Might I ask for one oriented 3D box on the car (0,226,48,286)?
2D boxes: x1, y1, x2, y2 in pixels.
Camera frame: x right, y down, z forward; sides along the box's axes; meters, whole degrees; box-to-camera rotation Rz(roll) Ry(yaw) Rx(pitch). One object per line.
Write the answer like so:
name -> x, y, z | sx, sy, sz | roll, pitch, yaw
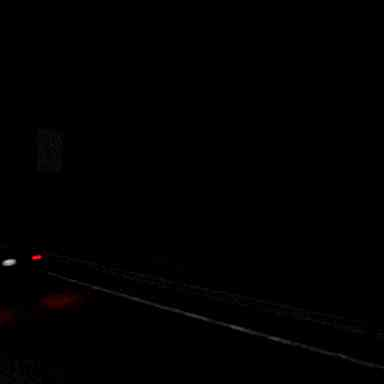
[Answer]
car -> -5.804, 1.553, 8.689 | 5.357, 1.411, 2.033 | 0, 0, 40
